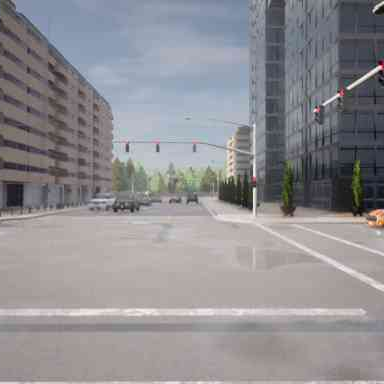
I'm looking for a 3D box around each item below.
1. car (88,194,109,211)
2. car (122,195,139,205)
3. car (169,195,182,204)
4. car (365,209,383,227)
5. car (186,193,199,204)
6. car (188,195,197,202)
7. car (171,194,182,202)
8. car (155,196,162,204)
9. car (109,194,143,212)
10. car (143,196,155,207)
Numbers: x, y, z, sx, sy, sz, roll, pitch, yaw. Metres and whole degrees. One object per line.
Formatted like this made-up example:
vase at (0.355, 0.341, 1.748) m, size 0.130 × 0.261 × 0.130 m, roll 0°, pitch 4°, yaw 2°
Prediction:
car at (-10.892, 1.217, 40.650) m, size 2.150 × 2.045 × 5.566 m, roll 0°, pitch 0°, yaw 1°
car at (-10.669, 1.347, 57.944) m, size 2.097 × 1.767 × 4.553 m, roll 0°, pitch 0°, yaw 1°
car at (-3.414, 1.521, 64.283) m, size 1.812 × 1.442 × 4.674 m, roll 0°, pitch 0°, yaw 1°
car at (13.585, 1.406, 21.136) m, size 4.553 × 1.767 × 2.097 m, roll 0°, pitch 0°, yaw 0°
car at (0.080, 1.217, 63.864) m, size 2.150 × 2.045 × 5.566 m, roll 0°, pitch 0°, yaw 1°
car at (0.119, 1.495, 74.577) m, size 1.837 × 1.490 × 4.892 m, roll 0°, pitch 0°, yaw 1°
car at (-3.389, 1.350, 74.301) m, size 2.097 × 1.767 × 4.553 m, roll 0°, pitch 0°, yaw 1°
car at (-7.034, 1.560, 65.582) m, size 1.994 × 1.385 × 4.181 m, roll 0°, pitch 0°, yaw 1°
car at (-7.408, 1.219, 38.155) m, size 2.150 × 2.045 × 5.566 m, roll 0°, pitch 0°, yaw 1°
car at (-7.290, 1.544, 50.339) m, size 2.033 × 1.411 × 5.357 m, roll 0°, pitch 0°, yaw 1°
